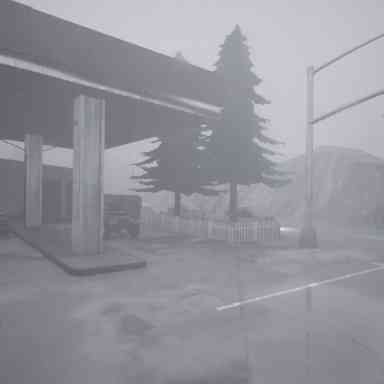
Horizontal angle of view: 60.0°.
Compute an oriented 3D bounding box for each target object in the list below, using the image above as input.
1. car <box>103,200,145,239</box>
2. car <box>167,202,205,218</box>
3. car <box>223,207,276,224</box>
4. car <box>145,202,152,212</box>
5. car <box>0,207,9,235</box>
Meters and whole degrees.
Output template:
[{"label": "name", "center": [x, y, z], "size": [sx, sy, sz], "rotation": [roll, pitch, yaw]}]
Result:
[{"label": "car", "center": [-4.472, 1.446, 18.305], "size": [1.905, 1.878, 3.866], "rotation": [1, 0, -36]}, {"label": "car", "center": [-0.671, 1.720, 31.899], "size": [1.812, 1.442, 4.674], "rotation": [1, 0, -35]}, {"label": "car", "center": [4.245, 1.816, 24.900], "size": [1.994, 1.385, 4.181], "rotation": [1, 0, -35]}, {"label": "car", "center": [-6.535, 1.652, 40.227], "size": [1.812, 1.442, 4.674], "rotation": [1, 0, -35]}, {"label": "car", "center": [-11.603, 1.521, 18.514], "size": [2.242, 1.667, 4.611], "rotation": [1, 0, -36]}]
